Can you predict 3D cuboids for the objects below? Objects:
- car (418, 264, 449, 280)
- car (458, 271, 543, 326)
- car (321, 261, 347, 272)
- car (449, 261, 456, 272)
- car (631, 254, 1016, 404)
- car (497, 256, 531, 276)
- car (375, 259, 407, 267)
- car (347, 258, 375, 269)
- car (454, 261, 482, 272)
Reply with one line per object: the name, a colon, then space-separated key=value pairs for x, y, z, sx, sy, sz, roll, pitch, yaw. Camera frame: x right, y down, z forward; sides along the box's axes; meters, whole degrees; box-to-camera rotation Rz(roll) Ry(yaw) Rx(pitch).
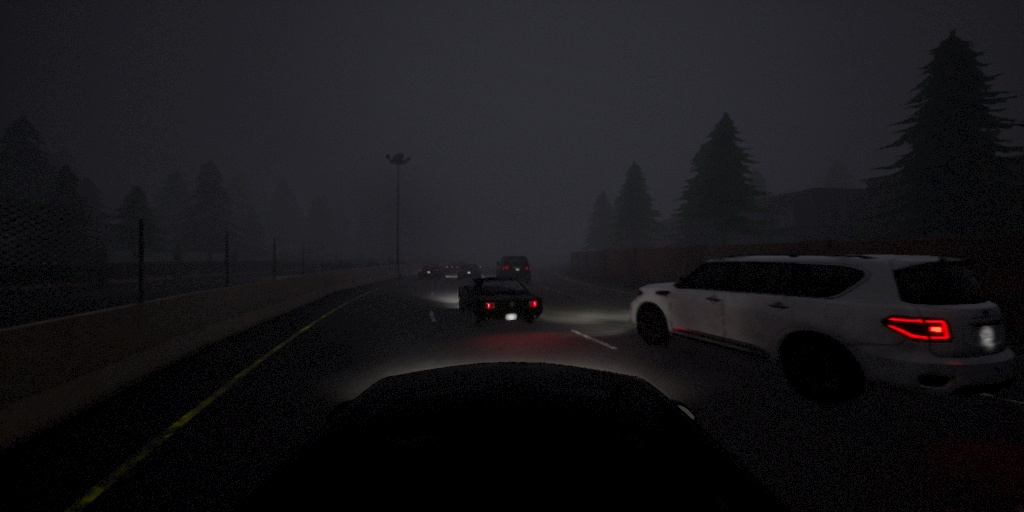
car: x=-7.175 y=1.368 z=32.434 sx=1.994 sy=1.385 sz=4.181 roll=0 pitch=0 yaw=-3
car: x=-0.618 y=1.370 z=11.929 sx=1.895 sy=1.301 sz=4.718 roll=0 pitch=0 yaw=-16
car: x=-21.257 y=1.217 z=44.132 sx=1.895 sy=1.301 sz=4.718 roll=0 pitch=0 yaw=4
car: x=-6.874 y=1.378 z=44.893 sx=2.033 sy=1.411 sz=5.357 roll=0 pitch=0 yaw=5
car: x=4.656 y=0.988 z=6.708 sx=2.150 sy=2.045 sz=5.566 roll=0 pitch=0 yaw=-19
car: x=0.080 y=1.023 z=27.426 sx=2.150 sy=2.045 sz=5.566 roll=0 pitch=0 yaw=-6
car: x=-14.274 y=1.152 z=43.648 sx=2.128 sy=1.511 sz=4.902 roll=0 pitch=0 yaw=4
car: x=-17.764 y=0.997 z=43.905 sx=1.812 sy=1.442 sz=4.674 roll=0 pitch=0 yaw=4
car: x=-3.698 y=1.371 z=31.873 sx=1.994 sy=1.385 sz=4.181 roll=0 pitch=0 yaw=-3
